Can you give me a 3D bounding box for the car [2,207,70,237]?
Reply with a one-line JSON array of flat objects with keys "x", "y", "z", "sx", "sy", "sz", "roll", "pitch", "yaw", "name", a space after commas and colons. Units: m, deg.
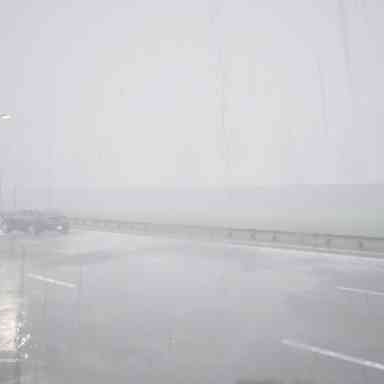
[{"x": -8.886, "y": 1.615, "z": 18.832, "sx": 4.892, "sy": 1.490, "sz": 1.837, "roll": 0, "pitch": 0, "yaw": 36, "name": "car"}]
